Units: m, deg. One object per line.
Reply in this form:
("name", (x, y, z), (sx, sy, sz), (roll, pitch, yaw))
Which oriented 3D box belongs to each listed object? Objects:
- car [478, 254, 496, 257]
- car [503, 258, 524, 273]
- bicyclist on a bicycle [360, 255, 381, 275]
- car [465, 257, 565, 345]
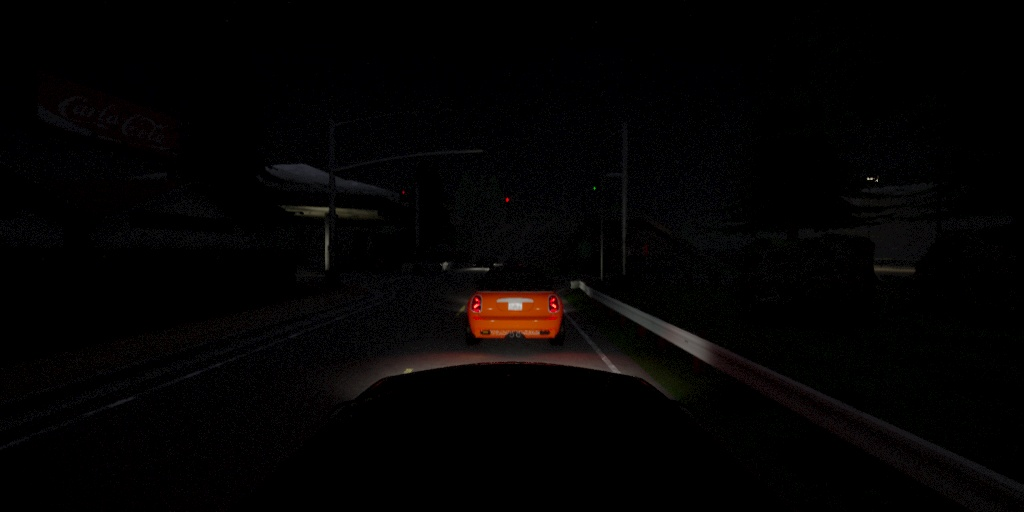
("car", (-3.565, 0.595, 45.748), (2.097, 1.767, 4.553), (0, 1, 0))
("car", (0.115, 0.918, 36.204), (1.994, 1.385, 4.181), (0, 1, 0))
("bicyclist on a bicycle", (-11.758, 0.773, 29.862), (1.656, 1.620, 0.582), (0, -2, -19))
("car", (0.078, 1.014, 9.378), (2.097, 1.767, 4.553), (0, 1, 0))
